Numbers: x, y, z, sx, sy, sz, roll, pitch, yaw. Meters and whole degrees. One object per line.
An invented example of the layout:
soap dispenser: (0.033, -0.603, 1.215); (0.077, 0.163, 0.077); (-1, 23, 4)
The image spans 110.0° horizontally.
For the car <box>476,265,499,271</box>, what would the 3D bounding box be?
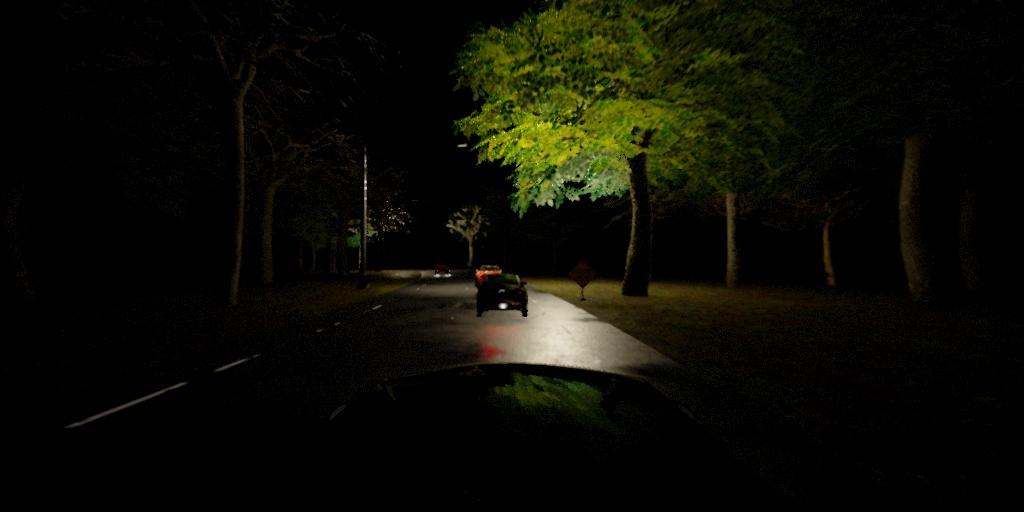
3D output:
car: (-1.865, 1.511, 29.225); (2.097, 1.767, 4.553); (0, -1, -7)

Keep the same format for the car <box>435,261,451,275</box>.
car: (-11.203, 1.903, 58.026); (2.150, 2.045, 5.566); (0, -1, -14)

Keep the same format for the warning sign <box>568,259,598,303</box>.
warning sign: (3.057, 1.047, 15.478); (1.300, 1.860, 1.060); (0, 0, -4)

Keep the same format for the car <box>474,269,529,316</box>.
car: (-0.426, 1.428, 14.265); (1.837, 1.490, 4.892); (0, 0, -3)
